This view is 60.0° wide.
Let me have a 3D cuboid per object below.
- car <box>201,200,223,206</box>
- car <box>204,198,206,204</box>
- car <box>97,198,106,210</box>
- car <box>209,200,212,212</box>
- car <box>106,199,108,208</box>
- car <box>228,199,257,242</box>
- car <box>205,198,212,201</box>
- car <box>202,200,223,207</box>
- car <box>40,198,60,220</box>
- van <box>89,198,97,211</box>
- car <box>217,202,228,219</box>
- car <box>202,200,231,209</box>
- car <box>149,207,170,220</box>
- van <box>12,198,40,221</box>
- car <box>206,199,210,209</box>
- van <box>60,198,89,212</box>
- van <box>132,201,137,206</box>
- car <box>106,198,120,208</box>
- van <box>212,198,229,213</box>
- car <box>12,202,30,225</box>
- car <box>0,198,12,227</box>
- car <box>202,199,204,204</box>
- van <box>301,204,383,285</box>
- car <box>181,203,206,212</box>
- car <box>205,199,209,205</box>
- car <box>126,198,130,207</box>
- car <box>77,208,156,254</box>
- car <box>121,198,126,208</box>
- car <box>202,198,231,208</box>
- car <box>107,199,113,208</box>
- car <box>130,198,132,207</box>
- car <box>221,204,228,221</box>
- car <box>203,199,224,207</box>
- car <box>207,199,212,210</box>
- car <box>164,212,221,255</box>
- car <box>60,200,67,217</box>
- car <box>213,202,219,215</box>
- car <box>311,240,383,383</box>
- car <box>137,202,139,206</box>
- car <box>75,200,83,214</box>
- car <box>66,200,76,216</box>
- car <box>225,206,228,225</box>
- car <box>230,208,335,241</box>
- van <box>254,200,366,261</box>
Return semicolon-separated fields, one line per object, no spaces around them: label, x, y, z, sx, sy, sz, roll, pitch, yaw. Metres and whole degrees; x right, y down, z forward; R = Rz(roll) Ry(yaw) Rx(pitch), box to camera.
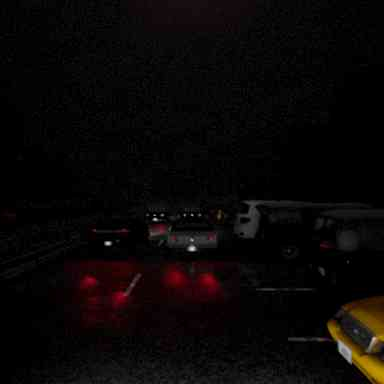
car;4.684;2.614;78.321;5.008;1.535;2.097;0;-1;0
car;4.697;2.067;53.507;4.553;1.767;2.185;0;-1;0
car;-15.545;1.825;46.930;5.566;2.045;2.435;0;-1;0
car;4.652;1.930;36.966;4.892;1.521;2.231;0;-1;0
car;-15.511;2.163;49.704;4.674;1.452;2.002;0;-1;0
car;4.676;1.387;14.914;5.566;2.045;2.435;0;-1;0
car;4.632;1.974;47.993;4.553;1.767;2.185;0;-1;0
car;4.675;2.612;75.564;4.674;1.452;2.002;0;-1;0
car;-15.510;1.565;30.256;5.566;2.045;2.435;0;-1;0
van;-15.404;1.804;44.150;4.442;1.987;1.878;0;-1;0
car;4.646;1.776;25.938;4.892;1.521;2.231;0;-1;0
car;4.485;2.334;61.776;5.366;1.575;1.946;0;-1;0
car;-2.984;1.938;29.099;1.895;1.301;4.718;0;-1;0
van;-15.425;1.553;27.479;4.442;1.987;1.878;0;-1;0
car;4.655;2.013;42.478;4.892;1.521;2.231;0;-1;0
van;-15.641;1.760;41.373;4.442;1.987;1.878;0;-1;0
van;-15.365;2.344;74.594;4.442;1.987;1.878;0;-1;0
car;-15.478;1.967;55.141;5.566;2.045;2.435;0;-1;0
van;4.539;1.661;34.088;4.442;1.987;1.878;0;-1;0
car;-15.360;1.737;24.697;5.366;1.575;1.946;0;-1;0
car;-15.521;1.452;21.922;5.566;2.045;2.435;0;-1;0
car;4.673;2.240;56.262;5.008;1.535;2.097;0;-1;0
van;4.760;1.321;6.643;4.442;1.987;1.878;0;-1;0
car;0.016;1.938;29.098;1.895;1.301;4.718;0;-1;0
car;4.656;2.057;45.235;4.892;1.521;2.231;0;-1;0
car;-15.487;2.422;66.252;5.008;1.535;2.097;0;-1;0
car;-2.988;1.644;14.297;2.128;1.511;4.902;0;-1;0
car;-15.528;2.070;60.825;5.566;2.045;2.435;0;-1;0
car;4.700;2.135;64.537;5.566;2.045;2.435;0;-1;0
car;-15.507;2.210;52.418;4.674;1.452;2.002;0;-1;0
car;-15.520;2.350;69.158;4.553;1.767;2.185;0;-1;0
car;4.681;1.769;23.180;4.792;1.488;2.163;0;-1;0
car;4.645;2.404;72.810;4.553;1.767;2.185;0;-1;0
car;4.653;1.971;39.721;4.892;1.521;2.231;0;-1;0
car;0.009;1.750;14.097;1.895;1.301;4.718;0;-1;0
car;-15.528;1.859;33.033;4.892;1.521;2.231;0;-1;0
car;4.653;1.890;31.451;4.674;1.452;2.002;0;-1;0
car;4.457;1.517;3.882;5.366;1.575;1.946;0;-1;0
car;-15.509;2.486;77.501;4.553;1.767;2.185;0;-1;0
car;-15.525;1.979;38.465;4.674;1.452;2.002;0;-1;0
car;-15.501;1.928;35.811;4.792;1.488;2.163;0;-1;0
car;4.653;1.744;20.424;4.674;1.452;2.002;0;-1;0
car;4.654;1.671;17.666;5.008;1.535;2.097;0;-1;0
van;4.762;1.382;12.155;4.442;1.987;1.878;0;-1;0
